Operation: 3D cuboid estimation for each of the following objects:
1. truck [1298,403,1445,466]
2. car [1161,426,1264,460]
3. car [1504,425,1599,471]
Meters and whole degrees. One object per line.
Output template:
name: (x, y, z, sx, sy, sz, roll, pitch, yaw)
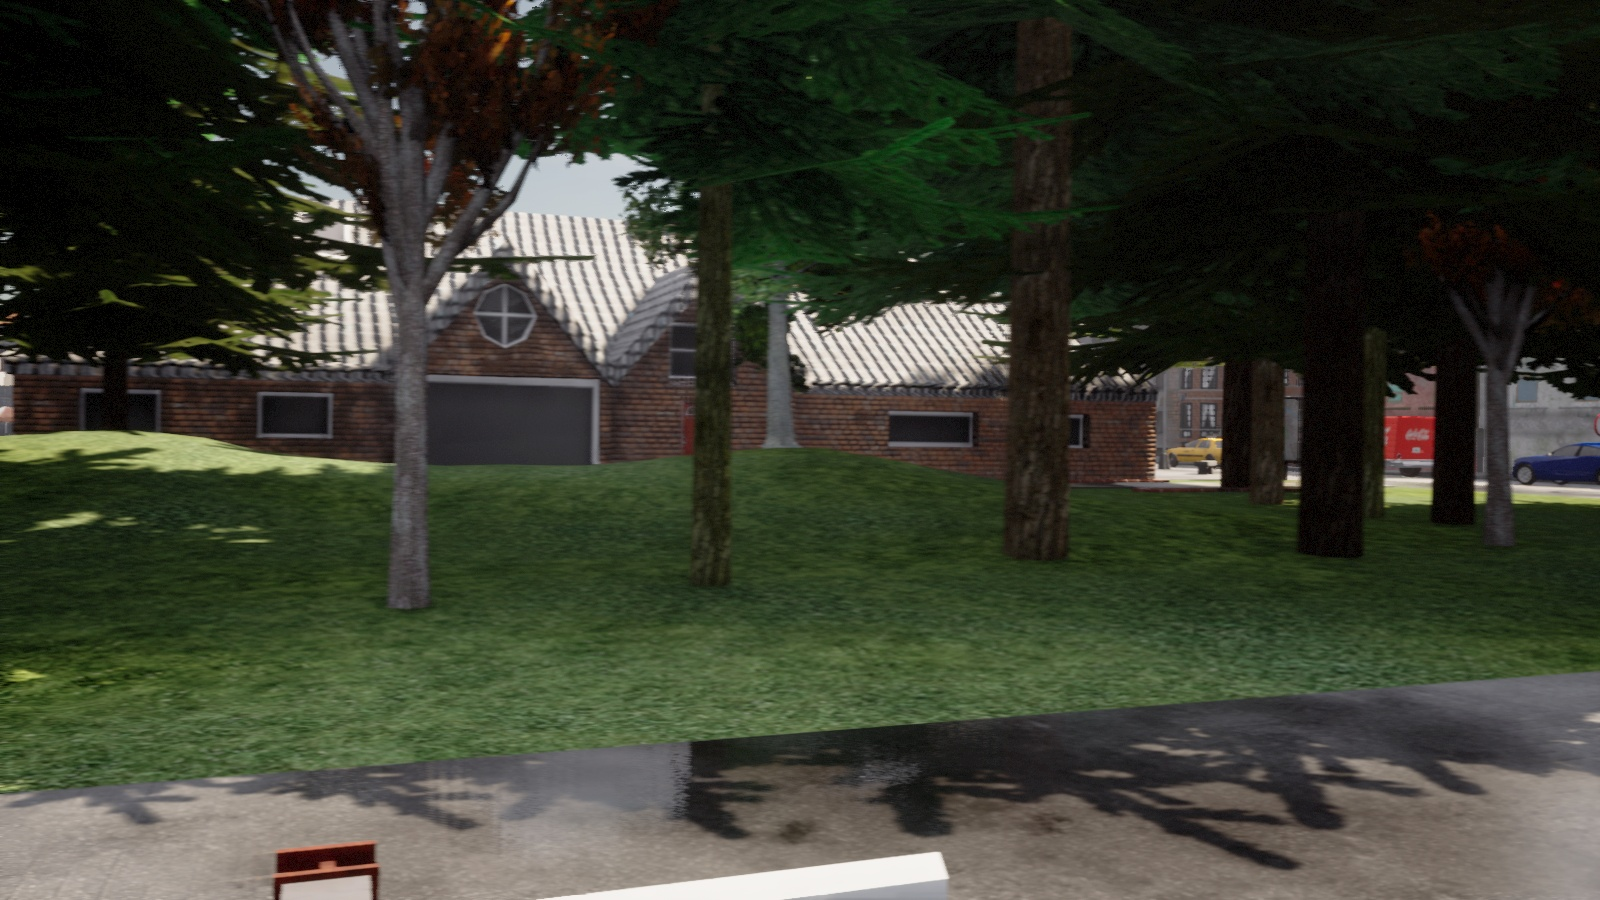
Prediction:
truck: (23.561, -0.668, 52.055, 2.627, 2.467, 5.204, -1, 1, -21)
car: (20.076, -0.356, 61.401, 1.801, 1.575, 5.366, -1, 1, -20)
car: (26.962, -0.092, 42.956, 1.882, 1.535, 5.008, -1, 1, -20)
